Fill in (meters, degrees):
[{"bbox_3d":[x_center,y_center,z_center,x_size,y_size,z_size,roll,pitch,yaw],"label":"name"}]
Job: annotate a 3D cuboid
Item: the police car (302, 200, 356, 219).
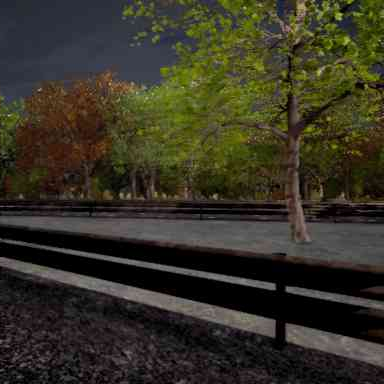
[{"bbox_3d":[11.640,1.497,29.542,5.238,1.638,1.930,0,0,13],"label":"police car"}]
